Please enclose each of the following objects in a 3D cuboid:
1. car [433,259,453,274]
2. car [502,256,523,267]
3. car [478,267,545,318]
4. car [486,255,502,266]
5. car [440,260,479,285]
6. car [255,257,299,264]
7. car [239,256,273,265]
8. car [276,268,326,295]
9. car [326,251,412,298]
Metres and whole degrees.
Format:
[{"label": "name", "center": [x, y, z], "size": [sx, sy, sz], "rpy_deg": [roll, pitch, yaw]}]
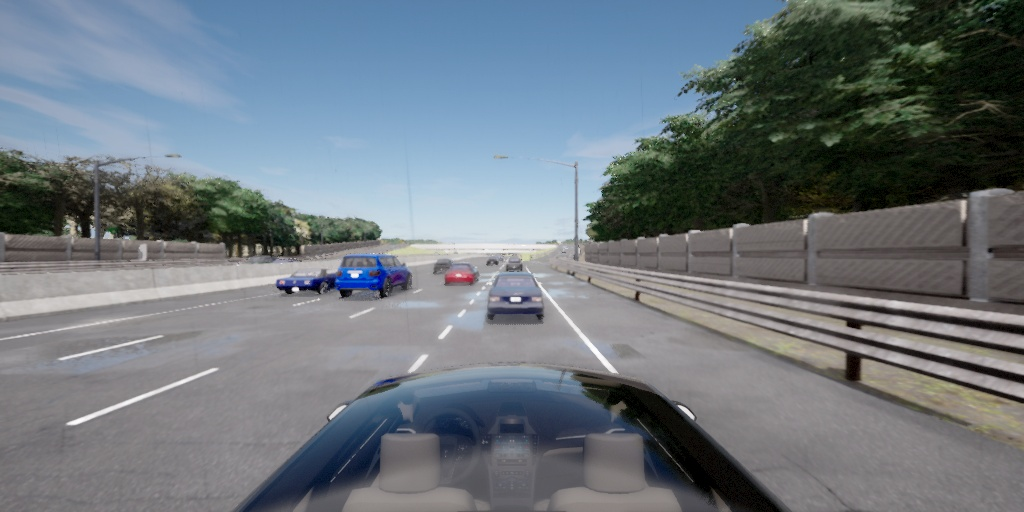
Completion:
[{"label": "car", "center": [-6.763, 1.028, 36.806], "size": [1.837, 1.490, 4.892], "rpy_deg": [0, 1, 0]}, {"label": "car", "center": [0.269, 0.976, 40.686], "size": [2.128, 1.511, 4.902], "rpy_deg": [0, 1, 0]}, {"label": "car", "center": [0.118, 1.286, 12.863], "size": [2.033, 1.411, 5.357], "rpy_deg": [0, 0, 0]}, {"label": "car", "center": [-3.162, 0.825, 59.658], "size": [1.812, 1.442, 4.674], "rpy_deg": [0, 1, 1]}, {"label": "car", "center": [-3.437, 1.203, 25.121], "size": [1.994, 1.385, 4.181], "rpy_deg": [0, 1, 0]}, {"label": "car", "center": [-24.408, 1.054, 38.509], "size": [2.033, 1.411, 5.357], "rpy_deg": [0, 1, 1]}, {"label": "car", "center": [-27.891, 0.845, 39.813], "size": [2.097, 1.767, 4.553], "rpy_deg": [0, 1, 1]}, {"label": "car", "center": [-10.362, 1.293, 19.402], "size": [1.895, 1.301, 4.718], "rpy_deg": [0, 1, 0]}, {"label": "car", "center": [-6.866, 0.923, 18.358], "size": [2.150, 2.045, 5.566], "rpy_deg": [0, 0, 0]}]
